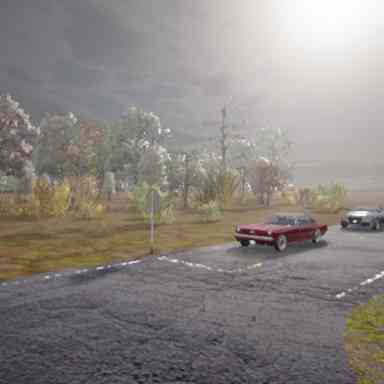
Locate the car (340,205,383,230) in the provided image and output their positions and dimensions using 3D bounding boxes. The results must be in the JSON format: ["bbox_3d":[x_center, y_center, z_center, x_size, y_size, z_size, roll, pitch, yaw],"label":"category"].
[{"bbox_3d":[11.056,1.550,21.030,4.181,1.385,1.994,0,0,-44],"label":"car"}]

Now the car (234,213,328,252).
[{"bbox_3d":[3.878,1.591,14.165,4.718,1.301,1.895,0,0,-44],"label":"car"}]
